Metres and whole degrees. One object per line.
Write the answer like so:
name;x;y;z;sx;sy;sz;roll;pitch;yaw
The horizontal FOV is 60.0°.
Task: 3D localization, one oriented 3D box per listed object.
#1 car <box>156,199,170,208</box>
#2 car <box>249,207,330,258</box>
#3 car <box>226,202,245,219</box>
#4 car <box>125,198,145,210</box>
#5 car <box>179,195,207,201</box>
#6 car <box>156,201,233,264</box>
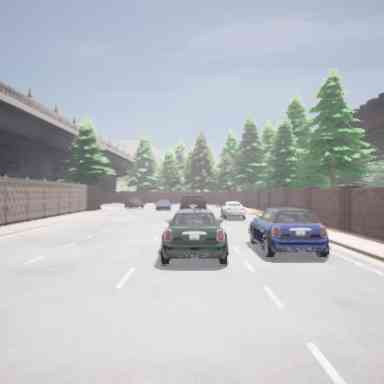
car;-3.467;1.630;42.175;2.033;1.411;5.357;0;0;-3
car;3.587;1.379;13.083;2.097;1.767;4.553;0;0;0
car;3.589;1.584;29.598;1.812;1.442;4.674;0;0;0
car;-7.877;1.596;45.882;1.837;1.490;4.892;2;-1;-24
car;0.093;1.275;27.635;2.150;2.045;5.566;0;0;0
car;0.083;1.375;12.017;2.097;1.767;4.553;0;0;0
